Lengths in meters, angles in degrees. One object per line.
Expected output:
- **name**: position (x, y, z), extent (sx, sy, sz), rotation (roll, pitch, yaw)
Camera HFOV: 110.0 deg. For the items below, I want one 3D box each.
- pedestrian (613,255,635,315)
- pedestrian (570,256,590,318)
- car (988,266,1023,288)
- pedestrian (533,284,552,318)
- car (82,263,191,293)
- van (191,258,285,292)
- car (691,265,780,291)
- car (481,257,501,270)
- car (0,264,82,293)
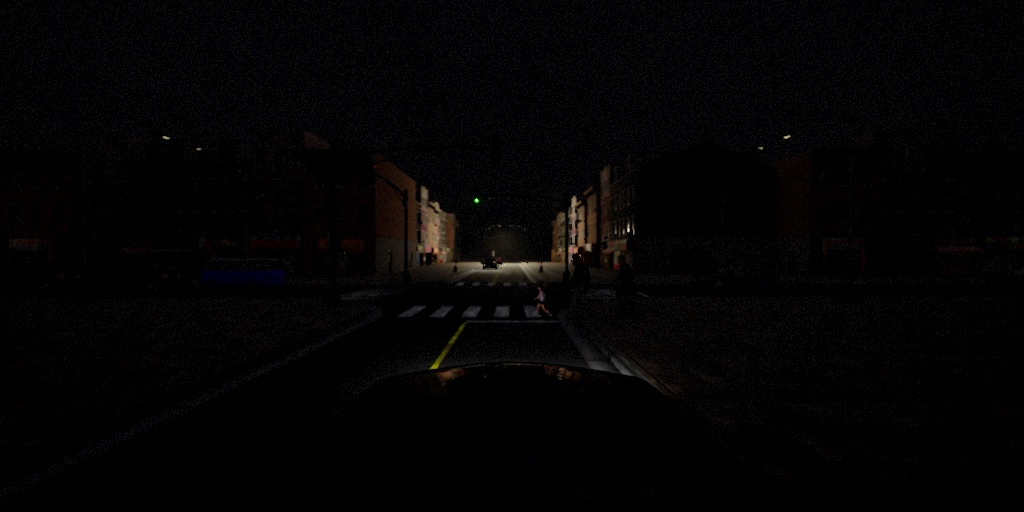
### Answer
- **pedestrian**: position (3.349, 0.837, 10.753), extent (0.375, 1.860, 0.375), rotation (0, 0, 0)
- **pedestrian**: position (1.921, 0.837, 10.154), extent (0.375, 1.860, 0.375), rotation (0, 0, 0)
- **car**: position (29.298, 1.165, 19.908), extent (4.207, 1.307, 1.802), rotation (0, 0, 0)
- **pedestrian**: position (0.962, 1.367, 11.356), extent (0.500, 1.100, 0.500), rotation (0, 0, 0)
- **car**: position (-20.216, 1.132, 19.677), extent (4.097, 1.591, 1.967), rotation (0, 0, 0)
- **van**: position (-14.740, 1.017, 19.703), extent (3.998, 1.789, 1.690), rotation (0, 0, 0)
- **car**: position (12.262, 1.159, 19.828), extent (4.403, 1.370, 2.007), rotation (0, 0, 0)
- **car**: position (-2.821, 1.016, 46.717), extent (1.837, 1.490, 4.892), rotation (0, 0, 0)
- **car**: position (-25.691, 1.148, 19.652), extent (4.097, 1.591, 1.967), rotation (0, 0, 0)
